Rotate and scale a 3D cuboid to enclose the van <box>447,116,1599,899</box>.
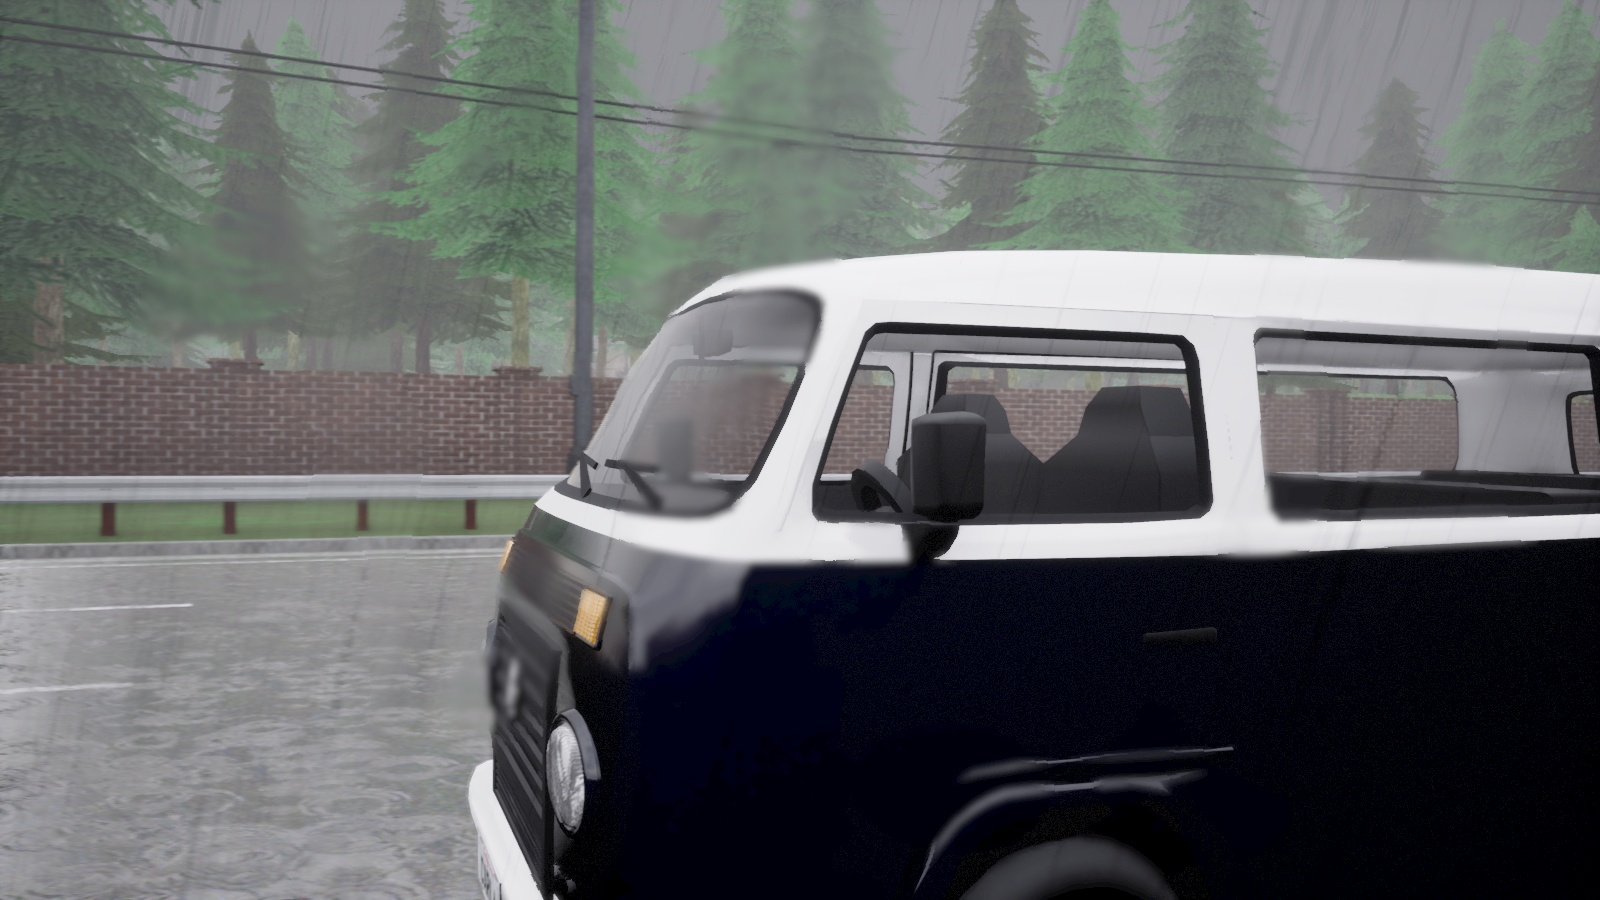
[{"bbox_3d":[1.373,0.445,3.757,4.480,2.038,2.069,-1,1,-21],"label":"van"}]
